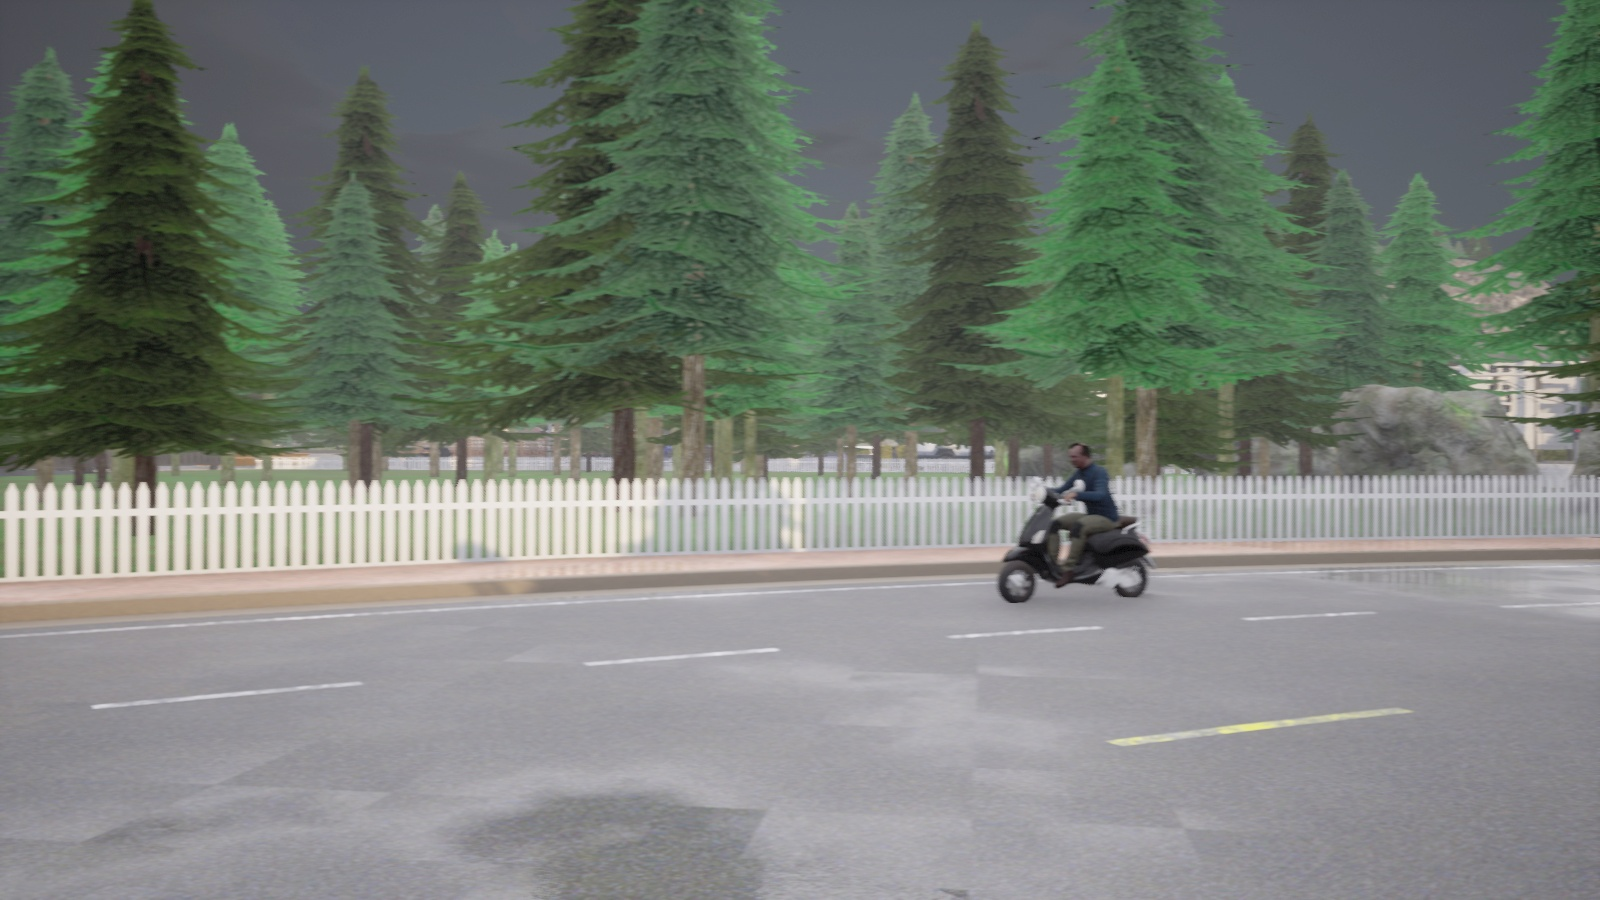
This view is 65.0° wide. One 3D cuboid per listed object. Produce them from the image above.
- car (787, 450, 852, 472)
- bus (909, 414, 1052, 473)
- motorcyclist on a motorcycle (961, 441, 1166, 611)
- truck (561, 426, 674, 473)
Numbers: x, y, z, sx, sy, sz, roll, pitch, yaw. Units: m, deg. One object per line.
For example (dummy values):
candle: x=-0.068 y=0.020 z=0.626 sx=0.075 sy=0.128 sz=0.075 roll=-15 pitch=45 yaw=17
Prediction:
car: x=1.549 y=0.862 z=98.820 sx=4.856 sy=1.649 sz=2.033 roll=0 pitch=0 yaw=10
bus: x=13.428 y=-0.468 z=93.203 sx=10.273 sy=4.253 sz=3.944 roll=0 pitch=0 yaw=10
motorcyclist on a motorcycle: x=2.614 y=0.711 z=12.505 sx=1.817 sy=1.590 sz=0.866 roll=0 pitch=0 yaw=-21
truck: x=-13.682 y=-0.034 z=94.366 sx=7.936 sy=3.462 sz=2.891 roll=0 pitch=0 yaw=10
